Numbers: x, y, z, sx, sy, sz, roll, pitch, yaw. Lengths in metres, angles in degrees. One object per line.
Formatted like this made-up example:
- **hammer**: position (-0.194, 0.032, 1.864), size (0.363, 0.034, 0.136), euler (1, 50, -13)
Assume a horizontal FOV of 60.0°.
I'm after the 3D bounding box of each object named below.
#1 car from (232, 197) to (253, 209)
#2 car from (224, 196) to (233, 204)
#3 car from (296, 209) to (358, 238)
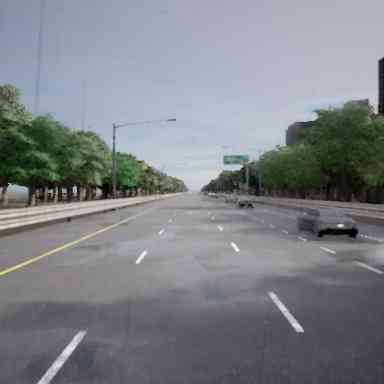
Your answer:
- **car**: position (7.116, 1.501, 45.625), size (1.837, 1.490, 4.892), euler (0, 0, 0)
- **car**: position (7.221, 1.531, 63.289), size (2.033, 1.411, 5.357), euler (0, 0, 0)
- **car**: position (7.019, 1.566, 17.712), size (1.994, 1.385, 4.181), euler (0, 0, 0)
